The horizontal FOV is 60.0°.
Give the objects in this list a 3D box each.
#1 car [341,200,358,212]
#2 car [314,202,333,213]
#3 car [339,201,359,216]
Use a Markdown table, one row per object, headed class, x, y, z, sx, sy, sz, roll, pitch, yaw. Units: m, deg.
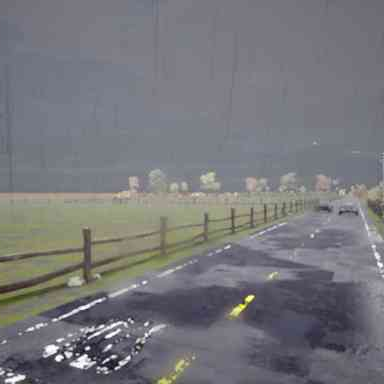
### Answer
| class | x | y | z | sx | sy | sz | roll | pitch | yaw |
| --- | --- | --- | --- | --- | --- | --- | --- | --- | --- |
| car | 21.044 | 1.840 | 44.419 | 1.895 | 1.301 | 4.718 | 0 | 0 | 26 |
| car | 15.783 | 1.805 | 39.934 | 1.895 | 1.301 | 4.718 | 0 | 0 | 26 |
| car | 16.736 | 1.737 | 35.498 | 2.033 | 1.411 | 5.357 | 0 | 0 | 26 |
